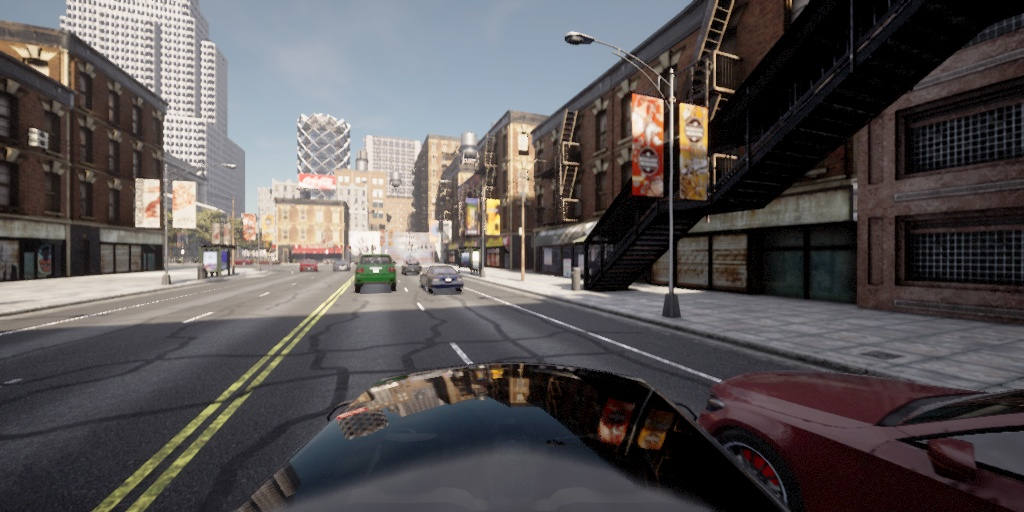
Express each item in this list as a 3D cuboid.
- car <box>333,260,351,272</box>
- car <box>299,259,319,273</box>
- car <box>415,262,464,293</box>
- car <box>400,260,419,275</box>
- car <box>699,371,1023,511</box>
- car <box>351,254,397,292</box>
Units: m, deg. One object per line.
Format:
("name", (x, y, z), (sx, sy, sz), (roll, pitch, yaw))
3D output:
("car", (-21.281, 1.216, 44.759), (1.812, 1.442, 4.674), (0, 0, -28))
("car", (-24.288, 1.170, 42.967), (1.882, 1.535, 5.008), (0, 0, -29))
("car", (-4.187, 1.271, 20.885), (2.033, 1.411, 5.357), (0, 0, -21))
("car", (-10.707, 1.190, 38.117), (2.128, 1.511, 4.902), (0, 0, -21))
("car", (3.123, 1.276, 1.497), (1.812, 1.442, 4.674), (0, 0, -21))
("car", (-8.133, 0.937, 21.427), (2.150, 2.045, 5.566), (0, -1, -21))
